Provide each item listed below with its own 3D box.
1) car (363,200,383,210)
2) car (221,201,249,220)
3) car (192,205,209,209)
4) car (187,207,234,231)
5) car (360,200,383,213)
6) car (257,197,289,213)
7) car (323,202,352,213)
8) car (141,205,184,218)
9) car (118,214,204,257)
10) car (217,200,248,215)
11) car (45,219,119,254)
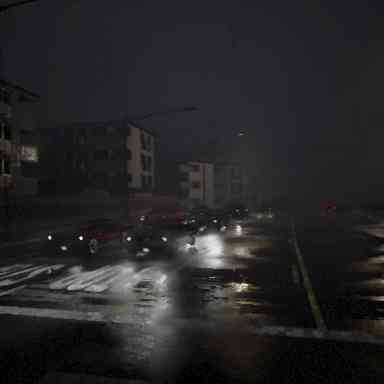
[{"bbox_3d":[26.828,1.838,47.217,4.181,1.385,1.994,-1,-1,-17],"label":"car"},{"bbox_3d":[4.437,1.968,32.884,1.837,1.490,4.892,-1,-1,20],"label":"car"},{"bbox_3d":[0.885,2.065,33.372,1.812,1.442,4.674,-1,-1,18],"label":"car"},{"bbox_3d":[1.399,1.959,23.244,1.895,1.301,4.718,-1,-1,16],"label":"car"},{"bbox_3d":[22.937,1.727,41.351,5.008,1.535,1.882,0,-1,-34],"label":"car"},{"bbox_3d":[10.987,1.759,44.653,2.150,2.045,5.566,-2,-2,43],"label":"car"},{"bbox_3d":[18.460,1.949,42.064,4.718,1.301,1.895,0,-1,-43],"label":"car"},{"bbox_3d":[-2.041,1.787,23.880,2.097,1.767,4.553,-1,-1,17],"label":"car"},{"bbox_3d":[-1.106,1.859,14.425,1.895,1.301,4.718,-1,-1,15],"label":"car"},{"bbox_3d":[5.248,1.965,42.689,2.097,1.767,4.553,-2,-1,34],"label":"car"},{"bbox_3d":[-4.482,1.939,15.333,1.895,1.301,4.718,-1,-1,15],"label":"car"}]
